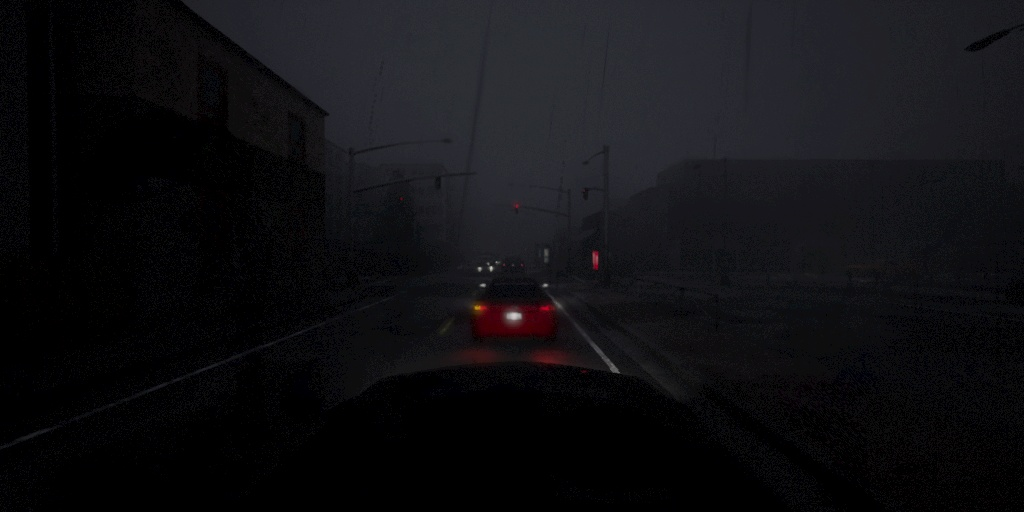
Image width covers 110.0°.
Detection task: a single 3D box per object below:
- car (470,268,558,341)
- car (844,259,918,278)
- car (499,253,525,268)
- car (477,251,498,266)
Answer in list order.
[{"bbox_3d":[0.064,1.204,9.503,1.994,1.385,4.181,0,1,0],"label":"car"},{"bbox_3d":[30.329,1.010,29.601,5.008,1.535,1.882,0,1,0],"label":"car"},{"bbox_3d":[0.100,0.726,33.700,2.097,1.767,4.553,0,3,0],"label":"car"},{"bbox_3d":[-3.569,0.287,50.092,2.150,2.045,5.566,0,1,0],"label":"car"}]
